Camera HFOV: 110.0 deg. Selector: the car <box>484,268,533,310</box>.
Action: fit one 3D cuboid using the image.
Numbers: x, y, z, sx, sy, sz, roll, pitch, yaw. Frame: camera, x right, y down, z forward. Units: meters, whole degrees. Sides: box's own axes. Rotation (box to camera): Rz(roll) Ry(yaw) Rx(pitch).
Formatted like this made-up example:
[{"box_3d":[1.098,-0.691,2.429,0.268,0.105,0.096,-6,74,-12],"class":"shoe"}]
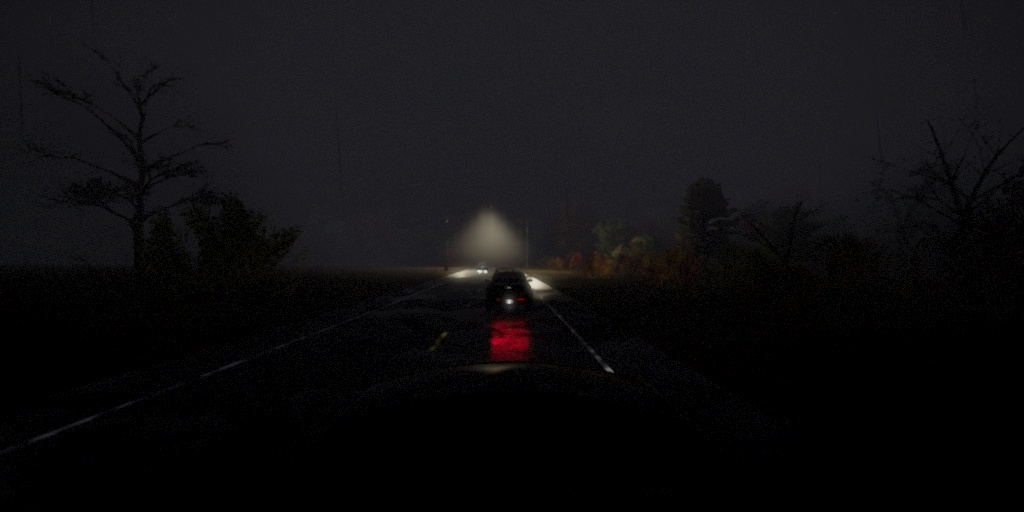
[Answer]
[{"box_3d":[-0.135,1.401,15.407,1.837,1.490,4.892,0,0,-1],"class":"car"}]
